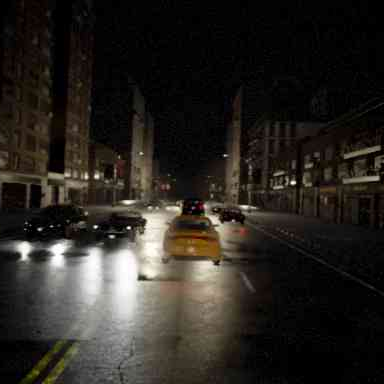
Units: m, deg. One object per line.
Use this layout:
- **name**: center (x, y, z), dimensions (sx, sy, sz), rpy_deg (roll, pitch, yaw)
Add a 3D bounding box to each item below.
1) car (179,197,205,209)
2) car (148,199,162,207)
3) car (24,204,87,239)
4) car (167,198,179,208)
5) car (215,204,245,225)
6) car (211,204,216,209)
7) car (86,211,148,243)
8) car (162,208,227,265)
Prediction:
- **car**: center (0.103, 1.538, 32.292), dimensions (2.150, 2.045, 5.566), rpy_deg (2, -1, 0)
- **car**: center (-6.399, 1.868, 58.167), dimensions (2.033, 1.411, 5.357), rpy_deg (2, -1, 1)
- **car**: center (-6.676, 1.417, 17.032), dimensions (1.837, 1.490, 4.892), rpy_deg (2, -1, 0)
- **car**: center (-3.158, 1.792, 57.843), dimensions (2.097, 1.767, 4.553), rpy_deg (2, -1, 1)
- **car**: center (3.302, 2.003, 28.469), dimensions (1.895, 1.301, 4.718), rpy_deg (2, -1, 1)
- **car**: center (3.350, 2.123, 40.618), dimensions (1.895, 1.301, 4.718), rpy_deg (2, -1, 1)
- **car**: center (-3.435, 1.631, 16.504), dimensions (1.895, 1.301, 4.718), rpy_deg (2, -1, 0)
- **car**: center (-0.005, 1.599, 12.377), dimensions (1.882, 1.535, 5.008), rpy_deg (2, -1, 0)
